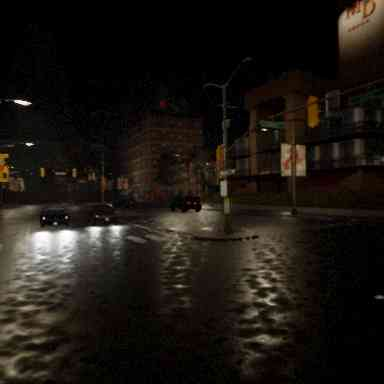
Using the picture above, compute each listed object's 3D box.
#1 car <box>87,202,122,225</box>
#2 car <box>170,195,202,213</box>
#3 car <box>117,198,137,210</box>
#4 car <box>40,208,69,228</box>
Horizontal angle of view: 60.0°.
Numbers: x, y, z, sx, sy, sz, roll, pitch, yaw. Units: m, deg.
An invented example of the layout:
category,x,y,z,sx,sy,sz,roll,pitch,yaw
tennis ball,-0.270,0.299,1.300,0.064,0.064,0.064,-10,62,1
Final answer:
category,x,y,z,sx,sy,sz,roll,pitch,yaw
car,-7.197,1.755,26.450,1.812,1.442,4.674,-1,0,-25
car,-0.768,1.430,40.206,2.150,2.045,5.566,-1,0,-25
car,-10.398,1.743,51.397,2.097,1.767,4.553,-1,0,-41
car,-10.228,1.862,24.671,1.895,1.301,4.718,-1,0,-25
